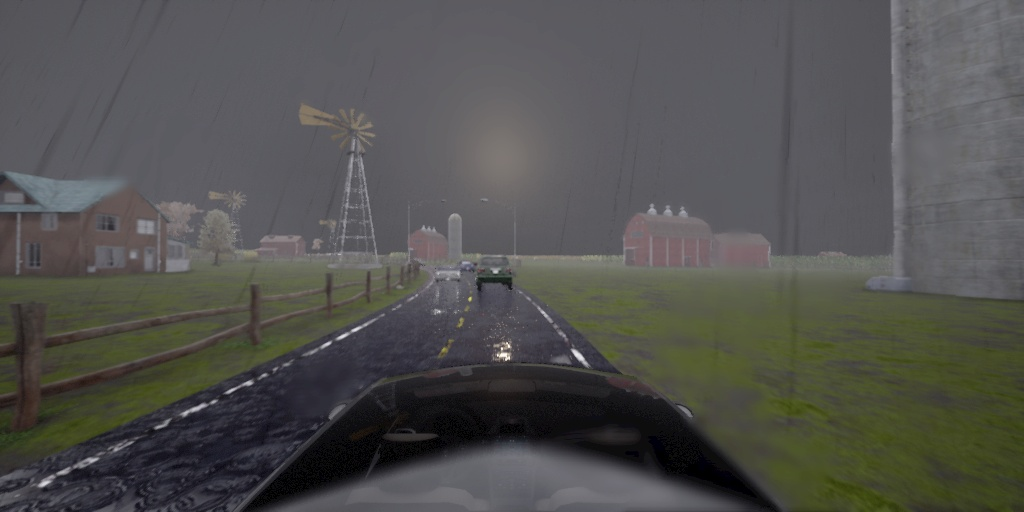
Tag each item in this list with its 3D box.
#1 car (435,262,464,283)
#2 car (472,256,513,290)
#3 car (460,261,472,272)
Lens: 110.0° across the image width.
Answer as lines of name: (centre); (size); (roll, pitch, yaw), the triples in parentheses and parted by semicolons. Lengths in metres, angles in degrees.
car: (-4.987, 1.374, 28.083); (1.895, 1.301, 4.718); (0, 0, -10)
car: (-1.271, 0.996, 23.149); (2.150, 2.045, 5.566); (0, 0, -7)
car: (-5.891, 1.298, 44.960); (1.812, 1.442, 4.674); (0, 0, -16)
